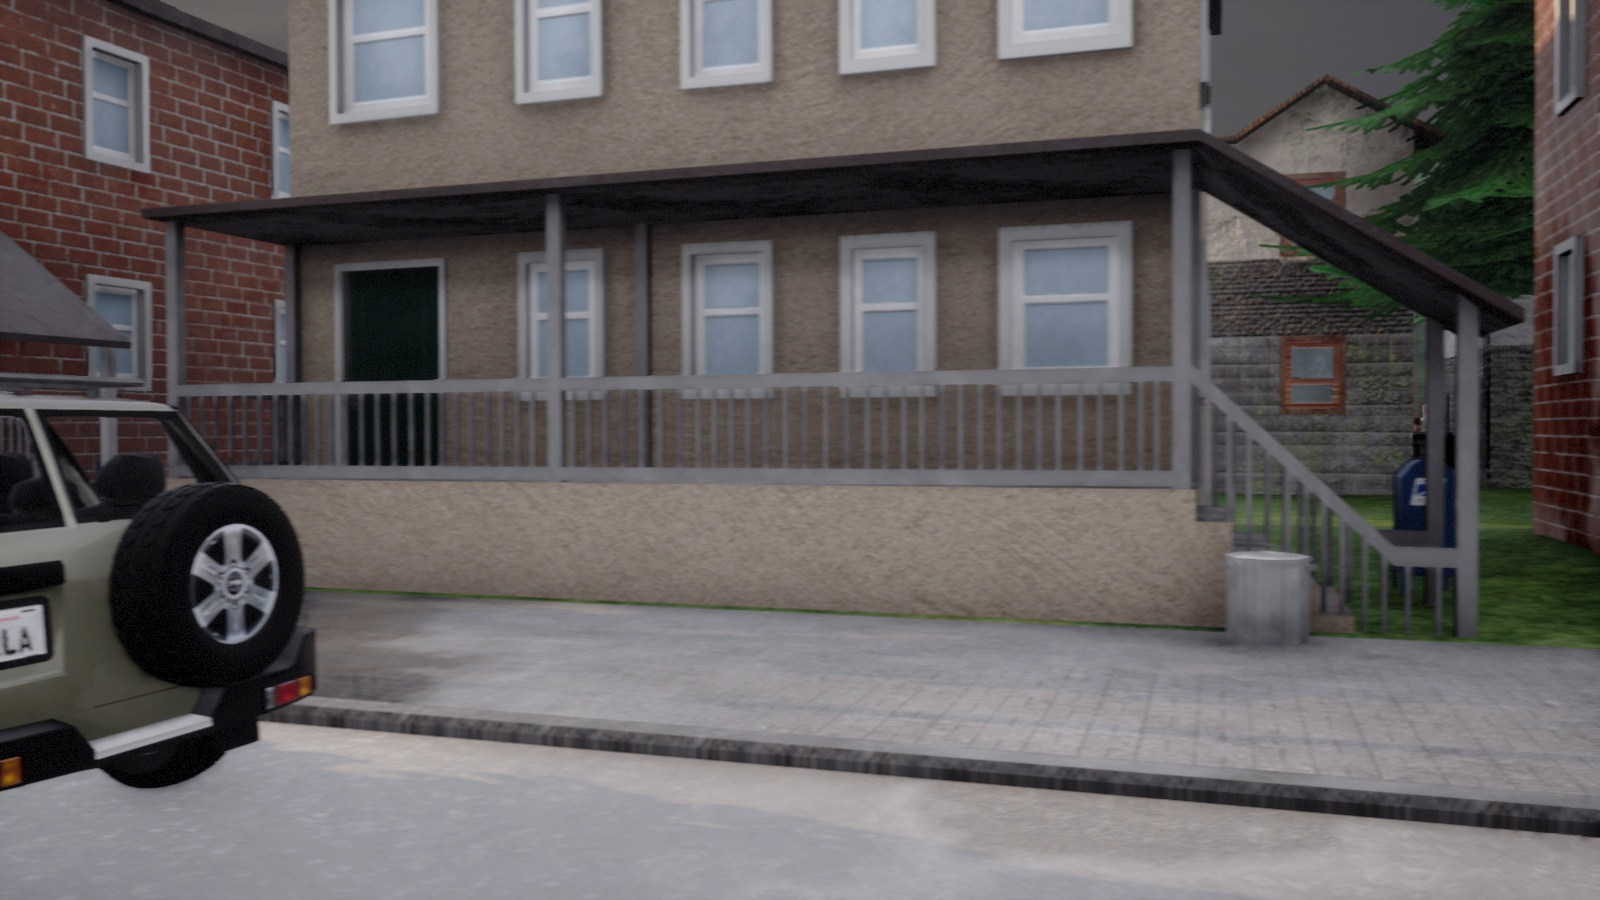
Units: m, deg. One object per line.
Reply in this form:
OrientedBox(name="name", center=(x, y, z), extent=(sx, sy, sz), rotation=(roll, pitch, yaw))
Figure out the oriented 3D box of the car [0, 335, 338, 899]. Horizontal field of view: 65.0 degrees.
OrientedBox(name="car", center=(-4.485, 0.543, 5.229), extent=(4.605, 1.855, 1.932), rotation=(1, 1, 18))
